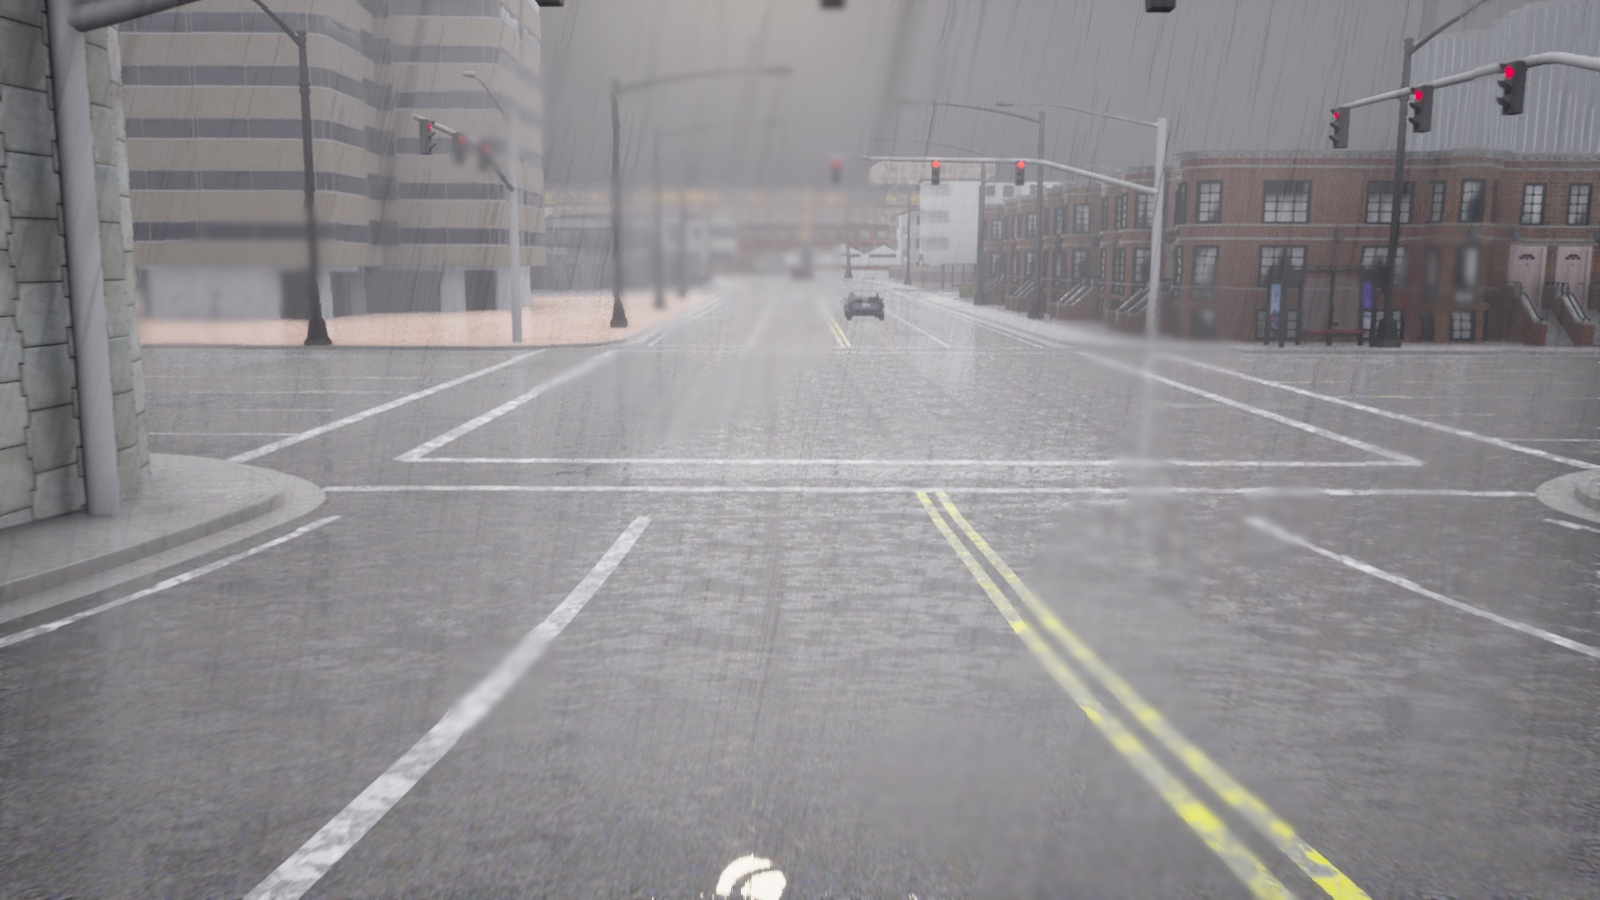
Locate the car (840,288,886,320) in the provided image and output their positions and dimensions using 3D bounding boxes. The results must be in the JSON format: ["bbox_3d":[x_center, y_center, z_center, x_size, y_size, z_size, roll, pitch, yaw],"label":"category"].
[{"bbox_3d":[3.301,-7.730,66.325,2.163,1.488,4.792,0,9,0],"label":"car"}]
